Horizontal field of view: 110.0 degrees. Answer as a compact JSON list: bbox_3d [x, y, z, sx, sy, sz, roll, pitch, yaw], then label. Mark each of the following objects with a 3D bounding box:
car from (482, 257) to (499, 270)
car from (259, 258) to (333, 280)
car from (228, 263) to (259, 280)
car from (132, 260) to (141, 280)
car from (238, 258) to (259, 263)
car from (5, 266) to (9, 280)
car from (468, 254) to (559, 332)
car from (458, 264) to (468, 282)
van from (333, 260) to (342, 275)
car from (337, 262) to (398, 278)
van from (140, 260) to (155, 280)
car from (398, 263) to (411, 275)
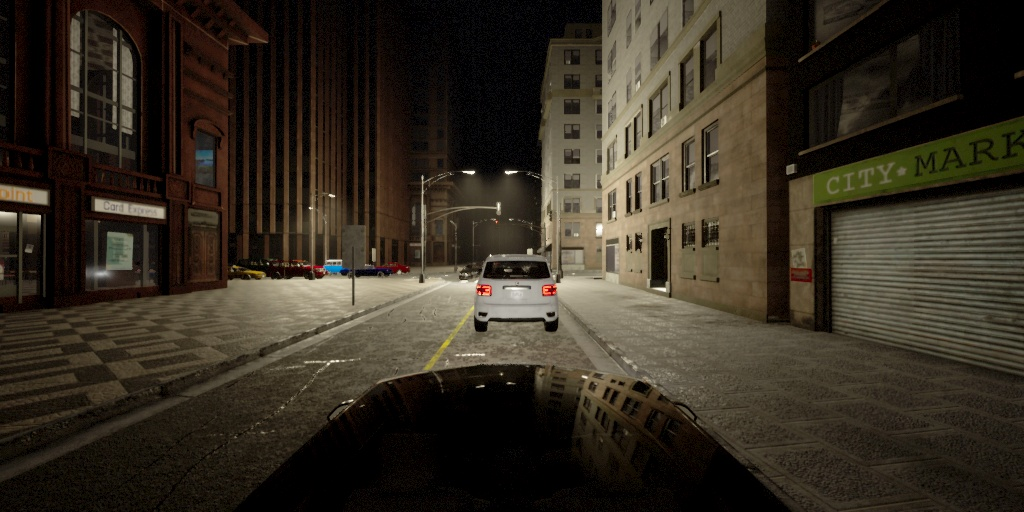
[{"bbox_3d":[-3.108,1.097,51.725,2.097,1.767,4.553,0,0,1],"label":"car"},{"bbox_3d":[-19.619,1.273,32.695,5.009,1.841,2.192,0,0,0],"label":"car"},{"bbox_3d":[-25.073,1.552,32.715,4.829,1.417,1.751,0,0,0],"label":"car"},{"bbox_3d":[-34.463,1.372,35.333,5.566,2.045,2.150,-1,0,0],"label":"car"},{"bbox_3d":[-24.107,1.247,35.276,5.566,2.045,2.150,-1,0,-1],"label":"car"},{"bbox_3d":[-47.740,1.849,32.798,4.403,1.370,2.007,0,0,0],"label":"car"},{"bbox_3d":[0.101,0.974,11.007,2.150,2.045,5.566,0,0,0],"label":"car"},{"bbox_3d":[-2.851,1.255,29.281,1.837,1.490,4.892,-3,0,14],"label":"car"},{"bbox_3d":[-19.597,1.340,41.221,3.998,1.789,1.690,0,0,0],"label":"van"},{"bbox_3d":[-14.143,1.506,35.246,4.718,1.301,1.895,-1,0,0],"label":"car"},{"bbox_3d":[-30.867,1.435,32.736,3.998,1.789,1.690,0,0,0],"label":"van"},{"bbox_3d":[-13.973,1.477,41.200,4.507,1.381,1.888,0,0,0],"label":"car"}]
